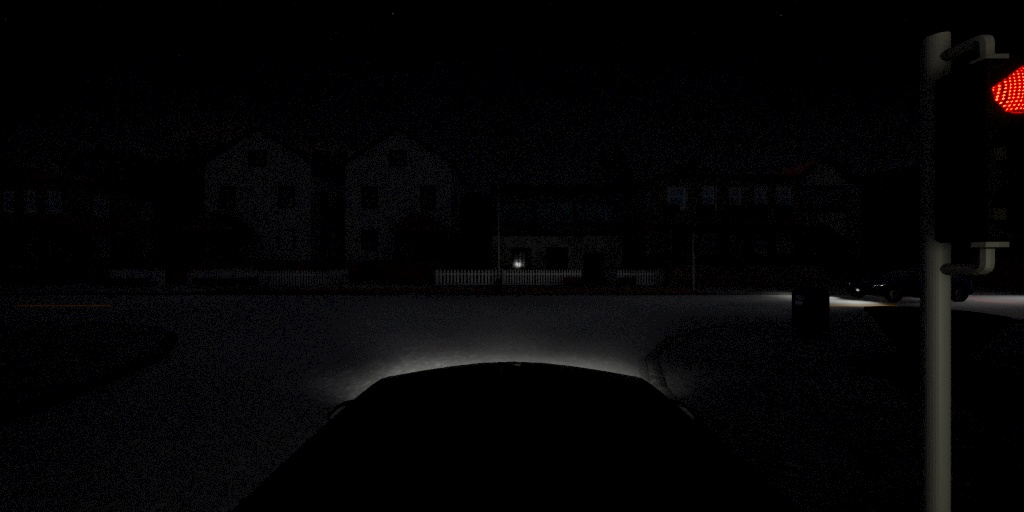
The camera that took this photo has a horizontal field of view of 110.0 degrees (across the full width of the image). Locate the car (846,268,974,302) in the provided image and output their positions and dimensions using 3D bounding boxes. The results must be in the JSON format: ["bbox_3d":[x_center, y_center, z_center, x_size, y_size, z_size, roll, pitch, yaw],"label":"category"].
[{"bbox_3d":[18.190,1.276,16.455,4.674,1.442,1.812,0,0,0],"label":"car"}]
